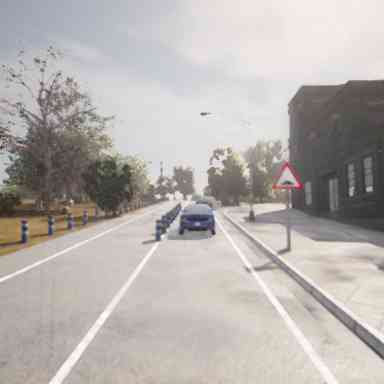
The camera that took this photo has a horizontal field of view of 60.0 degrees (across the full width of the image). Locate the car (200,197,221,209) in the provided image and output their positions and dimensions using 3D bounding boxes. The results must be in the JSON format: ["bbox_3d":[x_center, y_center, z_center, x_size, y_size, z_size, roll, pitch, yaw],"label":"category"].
[{"bbox_3d":[1.882,1.315,37.175,1.837,1.490,4.892,-3,0,19],"label":"car"}]

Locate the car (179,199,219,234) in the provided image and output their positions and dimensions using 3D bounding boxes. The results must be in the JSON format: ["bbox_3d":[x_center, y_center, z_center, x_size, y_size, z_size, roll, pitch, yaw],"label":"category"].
[{"bbox_3d":[0.289,1.409,18.979,1.882,1.535,5.008,0,1,0],"label":"car"}]
